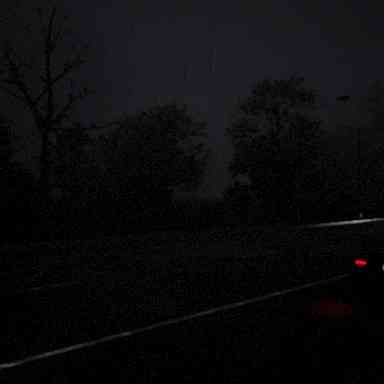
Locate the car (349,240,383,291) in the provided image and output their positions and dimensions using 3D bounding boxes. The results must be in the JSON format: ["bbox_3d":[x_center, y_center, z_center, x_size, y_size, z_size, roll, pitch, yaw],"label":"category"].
[{"bbox_3d":[5.925,1.553,7.971,5.357,1.411,2.033,0,0,-35],"label":"car"}]
